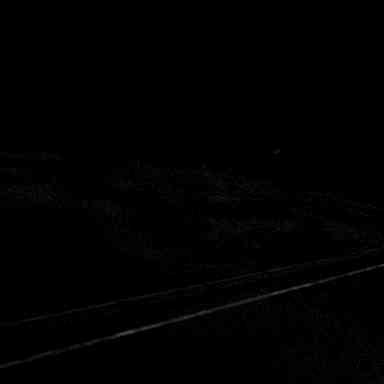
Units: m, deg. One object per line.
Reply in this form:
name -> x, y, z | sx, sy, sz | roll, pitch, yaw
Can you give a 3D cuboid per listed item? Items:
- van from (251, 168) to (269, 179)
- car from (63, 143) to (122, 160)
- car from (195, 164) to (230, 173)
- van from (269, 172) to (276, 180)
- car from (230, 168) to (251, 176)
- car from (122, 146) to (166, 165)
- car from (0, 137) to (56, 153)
van -> 9.360, -2.517, 50.349 | 1.878, 1.987, 4.442 | 0, -2, 39
car -> -8.988, -3.367, 29.398 | 2.185, 1.767, 4.553 | 0, -1, 45
car -> 2.214, -2.700, 41.704 | 2.002, 1.452, 4.674 | 0, -2, 41
van -> 12.743, -2.263, 54.727 | 1.878, 1.987, 4.442 | 0, -2, 38
car -> 5.774, -2.489, 45.947 | 2.002, 1.452, 4.674 | 0, -2, 40
car -> -5.116, -3.346, 33.459 | 2.435, 2.045, 5.566 | 0, -1, 44
car -> -12.952, -3.366, 25.390 | 4.892, 1.521, 2.231 | 1, -1, -44
